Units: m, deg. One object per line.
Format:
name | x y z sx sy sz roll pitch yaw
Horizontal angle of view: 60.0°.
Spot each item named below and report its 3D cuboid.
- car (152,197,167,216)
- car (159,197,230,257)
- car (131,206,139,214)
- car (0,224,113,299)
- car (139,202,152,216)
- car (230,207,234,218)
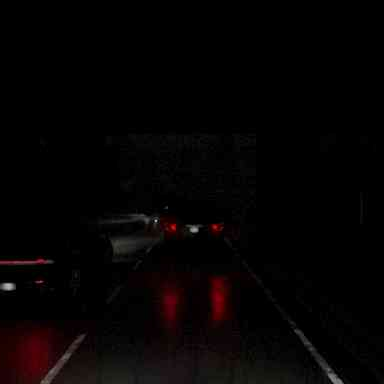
car | -1.329 1.502 30.501 2.150 2.045 5.566 0 -1 16
car | 0.103 1.350 13.631 2.150 2.045 5.566 0 0 1
car | -5.190 1.923 40.736 2.033 1.411 5.357 0 -1 27
car | -3.427 1.574 8.635 2.128 1.511 4.902 0 0 0
car | -3.262 1.824 36.143 2.128 1.511 4.902 0 -1 23
car | 2.675 1.791 31.355 1.837 1.490 4.892 -1 -1 18
